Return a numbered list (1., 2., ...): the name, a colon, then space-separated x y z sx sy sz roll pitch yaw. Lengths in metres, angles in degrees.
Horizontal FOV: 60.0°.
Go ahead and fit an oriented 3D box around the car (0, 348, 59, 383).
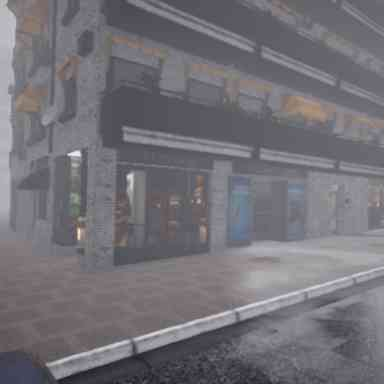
1. car: -2.948 1.558 0.768 5.357 1.411 2.033 0 0 -36
